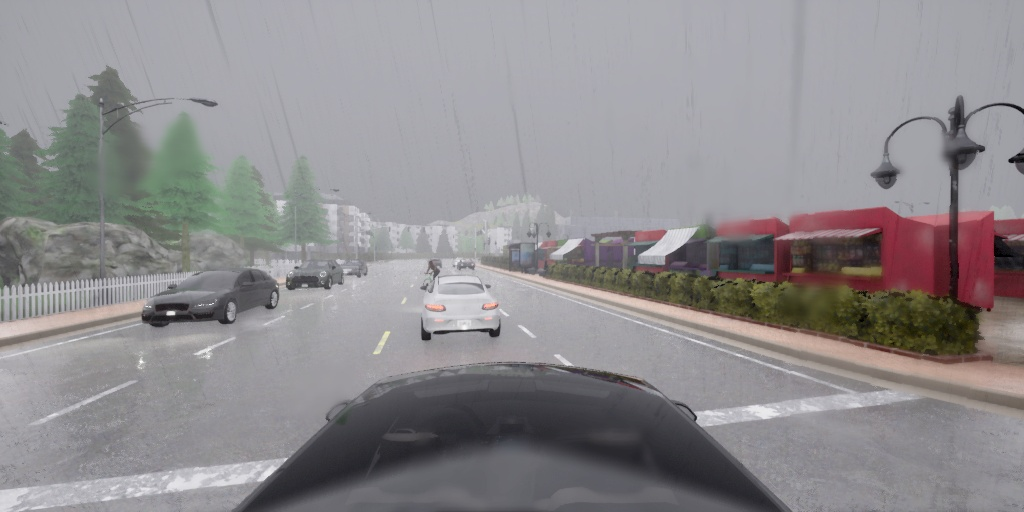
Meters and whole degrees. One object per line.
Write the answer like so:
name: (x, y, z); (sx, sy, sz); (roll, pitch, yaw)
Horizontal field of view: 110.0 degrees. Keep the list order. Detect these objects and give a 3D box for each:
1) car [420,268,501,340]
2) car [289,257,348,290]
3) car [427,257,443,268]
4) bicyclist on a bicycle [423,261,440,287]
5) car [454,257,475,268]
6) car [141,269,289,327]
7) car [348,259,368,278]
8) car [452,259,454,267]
car: (-1.487, 1.225, 9.761); (1.812, 1.442, 4.674); (0, 0, -12)
car: (-11.417, 0.965, 21.062); (2.097, 1.767, 4.553); (0, 0, -13)
car: (-10.919, 0.897, 50.798); (1.837, 1.490, 4.892); (0, 0, -13)
bicyclist on a bicycle: (-4.333, 1.078, 19.607); (0.582, 1.620, 1.656); (0, 1, 25)
car: (-5.677, 1.047, 43.744); (1.895, 1.301, 4.718); (0, 0, -13)
car: (-9.201, 1.190, 11.465); (1.837, 1.490, 4.892); (0, 0, -13)
car: (-13.627, 1.033, 30.681); (2.128, 1.511, 4.902); (0, 0, -13)
car: (-7.706, 0.905, 52.624); (1.812, 1.442, 4.674); (0, 0, -13)
